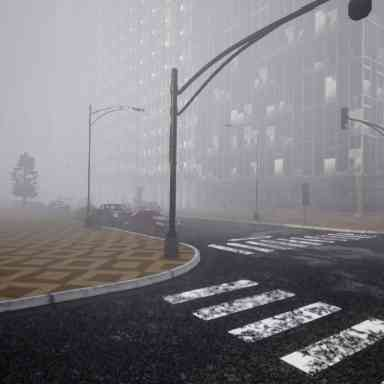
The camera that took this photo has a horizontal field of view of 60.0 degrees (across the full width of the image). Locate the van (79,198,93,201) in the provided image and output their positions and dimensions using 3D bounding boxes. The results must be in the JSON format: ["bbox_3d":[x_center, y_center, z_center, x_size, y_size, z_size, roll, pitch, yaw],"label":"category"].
[{"bbox_3d":[-18.154,1.953,56.792,1.690,1.788,3.998,1,-1,-35],"label":"van"}]

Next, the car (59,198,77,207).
[{"bbox_3d":[-24.666,2.036,66.109,2.192,1.841,5.009,1,-1,-35],"label":"car"}]

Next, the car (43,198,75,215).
[{"bbox_3d":[-15.255,1.739,38.017,1.967,1.590,4.097,1,-1,-35],"label":"car"}]

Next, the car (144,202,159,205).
[{"bbox_3d":[-5.130,1.833,38.158,1.967,1.590,4.097,1,-1,-35],"label":"car"}]

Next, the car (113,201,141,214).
[{"bbox_3d":[-8.483,1.974,42.954,1.752,1.417,4.829,1,-1,-35],"label":"car"}]

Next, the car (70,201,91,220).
[{"bbox_3d":[-8.646,1.713,28.560,1.752,1.417,4.829,1,-1,-35],"label":"car"}]

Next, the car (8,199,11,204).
[{"bbox_3d":[-34.791,2.209,65.965,1.802,1.307,4.206,1,-1,-35],"label":"car"}]

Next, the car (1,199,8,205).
[{"bbox_3d":[-41.302,2.287,75.282,2.008,1.369,4.403,1,-1,-35],"label":"car"}]

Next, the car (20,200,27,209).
[{"bbox_3d":[-25.023,2.029,51.990,1.947,1.339,4.313,1,-1,-35],"label":"car"}]

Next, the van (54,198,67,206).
[{"bbox_3d":[-27.921,2.117,70.767,1.690,1.788,3.998,1,-1,-35],"label":"van"}]

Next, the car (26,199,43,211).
[{"bbox_3d":[-21.767,1.959,47.332,2.008,1.369,4.403,1,-1,-35],"label":"car"}]

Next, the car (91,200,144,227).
[{"bbox_3d":[-5.487,1.575,24.042,1.967,1.590,4.097,1,-1,-35],"label":"car"}]

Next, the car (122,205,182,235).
[{"bbox_3d":[-2.232,1.662,19.382,1.802,1.307,4.206,1,-1,-35],"label":"car"}]

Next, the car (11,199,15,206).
[{"bbox_3d":[-31.535,2.123,61.307,2.008,1.369,4.403,1,-1,-35],"label":"car"}]

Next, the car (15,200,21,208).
[{"bbox_3d":[-28.278,2.062,56.649,1.887,1.381,4.507,1,-1,-35],"label":"car"}]
